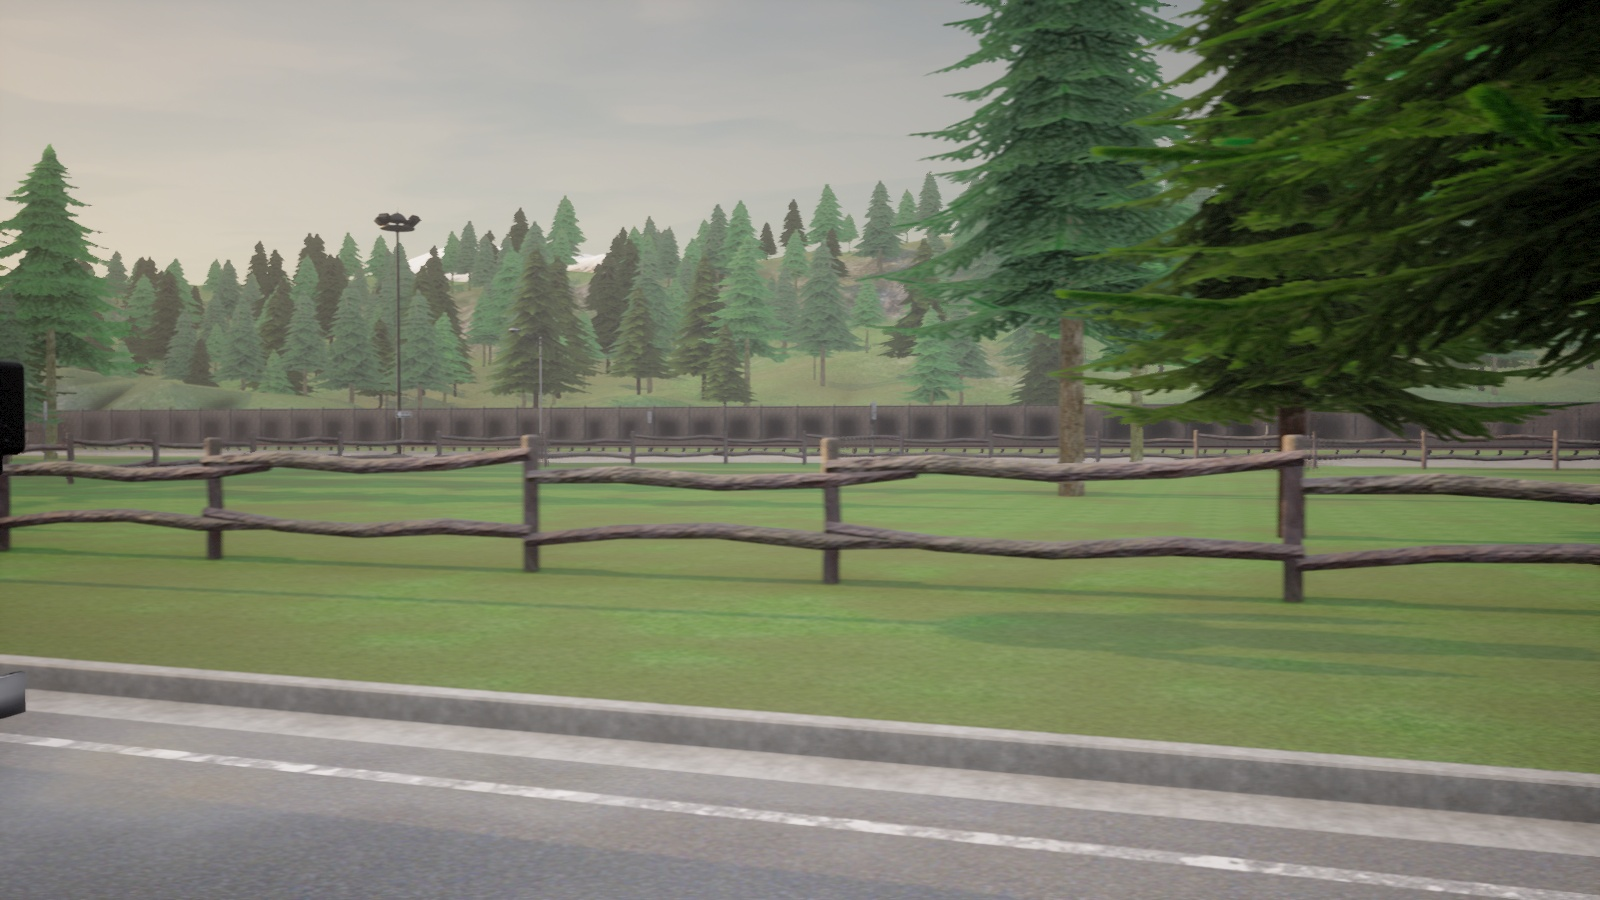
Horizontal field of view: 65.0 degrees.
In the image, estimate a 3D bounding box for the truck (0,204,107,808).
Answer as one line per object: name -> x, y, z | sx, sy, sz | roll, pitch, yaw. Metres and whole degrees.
truck -> -5.986, 0.214, 5.200 | 5.204, 2.467, 2.627 | 1, 1, 19
